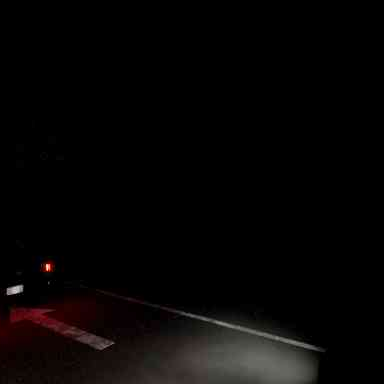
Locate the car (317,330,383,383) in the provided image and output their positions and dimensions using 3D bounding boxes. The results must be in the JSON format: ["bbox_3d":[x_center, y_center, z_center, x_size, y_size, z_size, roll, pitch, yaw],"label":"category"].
[{"bbox_3d":[3.084,1.526,1.718,4.674,1.442,1.812,0,0,36],"label":"car"}]

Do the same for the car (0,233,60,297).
[{"bbox_3d":[-5.211,1.601,7.713,4.718,1.301,1.895,0,0,35],"label":"car"}]
